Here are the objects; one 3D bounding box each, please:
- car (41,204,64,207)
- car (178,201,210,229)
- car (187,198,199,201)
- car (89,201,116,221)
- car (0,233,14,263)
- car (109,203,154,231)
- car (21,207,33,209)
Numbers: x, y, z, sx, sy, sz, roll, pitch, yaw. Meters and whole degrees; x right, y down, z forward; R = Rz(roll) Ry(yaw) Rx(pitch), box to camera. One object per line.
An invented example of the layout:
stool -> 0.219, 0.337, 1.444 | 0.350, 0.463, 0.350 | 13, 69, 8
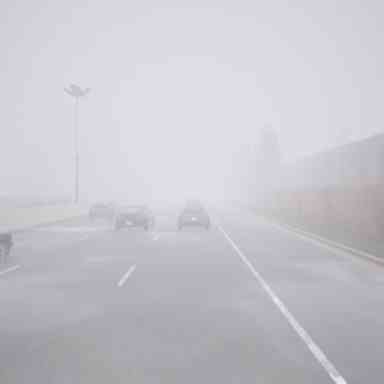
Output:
car -> -17.525, 1.468, 43.888 | 1.837, 1.490, 4.892 | 0, 0, 1
car -> 0.107, 1.544, 21.492 | 1.994, 1.385, 4.181 | 0, 0, 0
car -> 0.113, 1.467, 41.463 | 1.837, 1.490, 4.892 | 0, 0, 0
car -> -6.891, 1.468, 26.979 | 2.128, 1.511, 4.902 | 0, 0, 0
car -> -6.897, 1.593, 9.019 | 1.895, 1.301, 4.718 | 0, 0, 0
car -> -3.406, 1.508, 20.196 | 1.812, 1.442, 4.674 | 0, 0, 0
car -> -21.021, 1.527, 44.227 | 1.994, 1.385, 4.181 | 0, 0, 1
